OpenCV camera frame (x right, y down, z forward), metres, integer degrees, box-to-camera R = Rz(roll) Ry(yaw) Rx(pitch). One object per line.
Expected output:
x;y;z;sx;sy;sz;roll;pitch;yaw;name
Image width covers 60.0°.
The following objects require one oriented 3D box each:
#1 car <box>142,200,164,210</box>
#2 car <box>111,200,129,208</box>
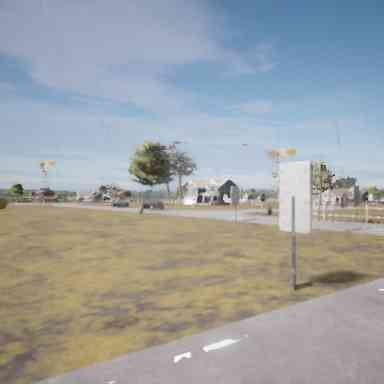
-5.988;1.955;50.437;1.837;1.490;4.892;0;-1;-35;car
-12.998;2.107;60.147;2.128;1.511;4.902;0;-1;-36;car
